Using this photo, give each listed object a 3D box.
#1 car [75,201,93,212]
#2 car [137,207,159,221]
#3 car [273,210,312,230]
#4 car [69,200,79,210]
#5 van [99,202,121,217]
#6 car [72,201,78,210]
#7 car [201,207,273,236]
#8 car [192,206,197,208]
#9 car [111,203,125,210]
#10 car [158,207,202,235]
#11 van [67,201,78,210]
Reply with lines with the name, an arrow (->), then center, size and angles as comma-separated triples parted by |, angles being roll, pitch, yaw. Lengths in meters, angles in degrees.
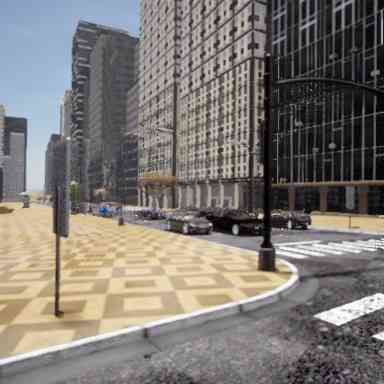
car -> -18.154, 2.707, 56.857 | 2.008, 1.369, 4.403 | 0, -1, -27
car -> -4.218, 2.291, 35.242 | 1.895, 1.301, 4.718 | 1, -2, -27
car -> 7.187, 2.062, 25.582 | 2.008, 1.369, 4.403 | 0, -1, -27
car -> -23.260, 2.930, 66.880 | 1.887, 1.381, 4.507 | 0, -1, -27
van -> -10.496, 2.163, 41.828 | 1.690, 1.788, 3.998 | 0, -1, -27
car -> -20.630, 2.792, 61.718 | 1.752, 1.417, 4.829 | 0, -1, -27
car -> 2.730, 1.874, 21.612 | 1.882, 1.535, 5.008 | 1, -1, -25
car -> 2.080, 2.292, 35.604 | 1.947, 1.339, 4.313 | 0, -1, -27
car -> -15.793, 3.091, 70.681 | 1.802, 1.307, 4.206 | 0, -1, -27
car -> -0.280, 1.938, 21.779 | 2.008, 1.369, 4.403 | 0, -1, -27
van -> -25.815, 2.841, 71.893 | 1.690, 1.788, 3.998 | 0, -1, -27
